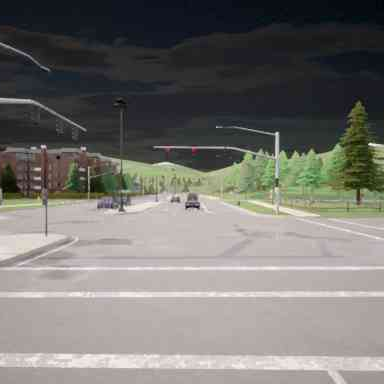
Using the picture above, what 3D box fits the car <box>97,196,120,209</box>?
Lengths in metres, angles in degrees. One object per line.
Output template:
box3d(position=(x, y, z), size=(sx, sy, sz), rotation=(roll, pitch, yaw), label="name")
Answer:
box3d(position=(-11.490, 1.352, 45.661), size=(2.097, 1.767, 4.553), rotation=(0, 0, 1), label="car")

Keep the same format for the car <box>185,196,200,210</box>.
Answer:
box3d(position=(0.061, 1.601, 43.533), size=(1.895, 1.301, 4.718), rotation=(0, 0, 0), label="car")

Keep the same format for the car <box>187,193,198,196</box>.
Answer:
box3d(position=(0.097, 1.221, 68.969), size=(2.150, 2.045, 5.566), rotation=(0, 0, 0), label="car")

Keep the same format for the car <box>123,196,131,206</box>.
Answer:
box3d(position=(-11.466, 1.505, 55.931), size=(1.837, 1.490, 4.892), rotation=(0, 0, 1), label="car")

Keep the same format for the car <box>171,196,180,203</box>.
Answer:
box3d(position=(-3.403, 1.491, 68.942), size=(2.128, 1.511, 4.902), rotation=(0, 0, 0), label="car")
